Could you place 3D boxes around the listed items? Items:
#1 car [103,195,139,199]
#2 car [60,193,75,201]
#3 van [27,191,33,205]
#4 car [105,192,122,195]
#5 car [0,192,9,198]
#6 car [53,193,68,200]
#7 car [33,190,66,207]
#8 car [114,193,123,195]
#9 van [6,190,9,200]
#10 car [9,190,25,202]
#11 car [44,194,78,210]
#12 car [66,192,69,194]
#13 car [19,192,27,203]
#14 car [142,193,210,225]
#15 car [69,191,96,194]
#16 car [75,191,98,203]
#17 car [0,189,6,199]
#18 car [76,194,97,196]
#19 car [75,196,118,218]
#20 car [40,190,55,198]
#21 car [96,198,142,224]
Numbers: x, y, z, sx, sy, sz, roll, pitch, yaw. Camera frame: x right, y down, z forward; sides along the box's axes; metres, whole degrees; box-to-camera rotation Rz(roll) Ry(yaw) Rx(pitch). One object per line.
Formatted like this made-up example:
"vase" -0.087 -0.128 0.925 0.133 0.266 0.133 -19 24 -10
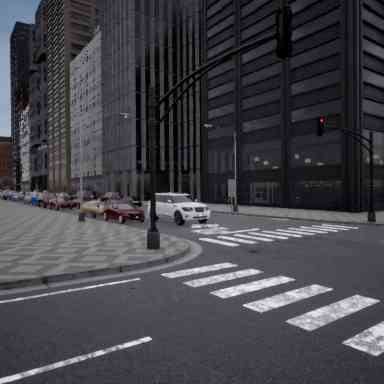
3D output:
"car" -7.088 1.327 31.601 2.033 1.411 5.357 -1 1 -35
"car" -24.504 0.946 65.445 1.802 1.307 4.206 0 1 -36
"van" -21.499 0.968 46.782 1.690 1.788 3.998 0 1 -36
"car" -11.294 0.897 47.231 2.192 1.841 5.009 0 1 -36
"car" -44.616 0.775 78.654 1.887 1.381 4.507 0 1 -36
"car" -27.806 0.852 69.997 1.887 1.381 4.507 0 1 -36
"car" -18.197 0.994 42.228 2.192 1.841 5.009 0 1 -36
"car" -7.993 1.198 42.680 1.947 1.339 4.313 0 1 -36
"van" -34.708 0.745 64.994 1.690 1.788 3.998 0 1 -36
"car" -31.407 0.901 60.442 1.967 1.590 4.097 0 1 -36
"car" -14.895 1.274 37.676 1.887 1.381 4.507 0 1 -36
"car" -21.904 0.828 57.301 2.097 1.767 4.553 -1 1 -36
"car" -24.803 1.124 51.336 2.008 1.369 4.403 0 1 -36
"car" -1.078 1.085 23.303 2.150 2.045 5.566 -1 1 -36
"car" -15.724 0.797 48.847 2.150 2.045 5.566 -1 1 -38
"car" -17.898 0.791 56.337 2.192 1.841 5.009 0 1 -36
"car" -38.011 0.661 69.546 2.192 1.841 5.009 0 1 -36
"car" -12.979 1.257 39.748 1.994 1.385 4.181 -1 1 -35
"car" -8.190 1.352 28.432 1.752 1.417 4.829 0 1 -36
"car" -34.409 0.507 79.101 2.192 1.841 5.009 0 1 -36
"car" -4.987 1.415 24.017 1.887 1.381 4.507 0 1 -36
